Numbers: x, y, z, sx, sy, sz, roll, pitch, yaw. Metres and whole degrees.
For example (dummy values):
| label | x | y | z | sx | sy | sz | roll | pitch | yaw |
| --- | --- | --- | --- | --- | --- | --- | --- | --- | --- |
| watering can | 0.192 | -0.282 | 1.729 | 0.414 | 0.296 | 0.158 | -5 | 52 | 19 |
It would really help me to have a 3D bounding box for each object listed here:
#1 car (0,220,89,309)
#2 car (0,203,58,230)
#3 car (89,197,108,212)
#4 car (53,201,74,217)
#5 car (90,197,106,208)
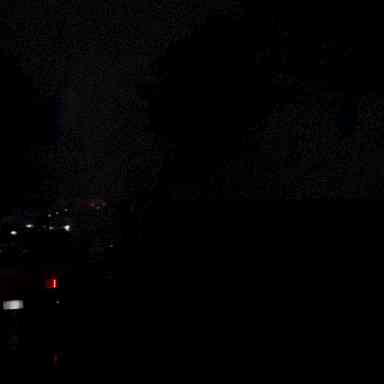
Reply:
| label | x | y | z | sx | sy | sz | roll | pitch | yaw |
| --- | --- | --- | --- | --- | --- | --- | --- | --- | --- |
| car | -3.479 | 1.596 | 7.728 | 1.895 | 1.301 | 4.718 | -1 | 0 | -13 |
| car | -9.187 | 1.569 | 18.573 | 2.033 | 1.411 | 5.357 | -1 | 0 | -13 |
| car | -10.604 | 1.463 | 37.727 | 1.812 | 1.442 | 4.674 | -1 | 0 | -14 |
| car | -11.999 | 1.522 | 30.466 | 1.812 | 1.442 | 4.674 | -1 | 0 | -14 |
| car | -13.515 | 1.451 | 47.644 | 2.033 | 1.411 | 5.357 | -1 | 0 | -18 |
